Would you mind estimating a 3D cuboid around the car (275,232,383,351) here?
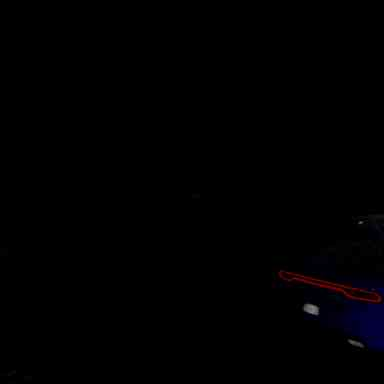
[{"bbox_3d":[3.669,1.469,6.046,5.008,1.535,1.882,0,0,-35],"label":"car"}]
